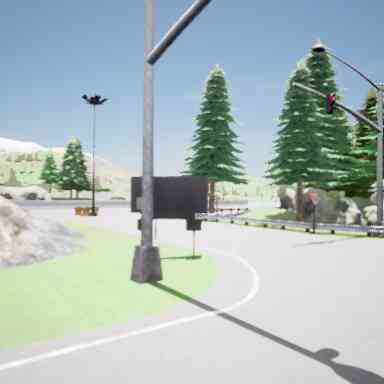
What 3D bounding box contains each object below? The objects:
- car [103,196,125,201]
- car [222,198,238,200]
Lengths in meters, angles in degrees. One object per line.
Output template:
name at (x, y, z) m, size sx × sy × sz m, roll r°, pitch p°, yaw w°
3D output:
car at (-15.952, 1.679, 68.263) m, size 4.553 × 1.767 × 2.097 m, roll 1°, pitch 0°, yaw -36°
car at (9.736, 2.175, 86.722) m, size 5.008 × 1.535 × 1.882 m, roll 1°, pitch 0°, yaw -36°
